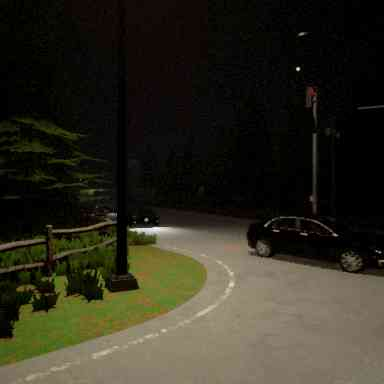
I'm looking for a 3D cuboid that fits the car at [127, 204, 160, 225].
[{"bbox_3d":[-3.650,1.538,22.334,1.994,1.385,4.181,0,0,-25],"label":"car"}]

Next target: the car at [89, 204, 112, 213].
[{"bbox_3d":[-9.969,1.499,36.327,1.812,1.442,4.674,0,0,-24],"label":"car"}]

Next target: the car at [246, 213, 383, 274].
[{"bbox_3d":[4.009,1.485,10.764,1.837,1.490,4.892,-1,0,-43],"label":"car"}]
